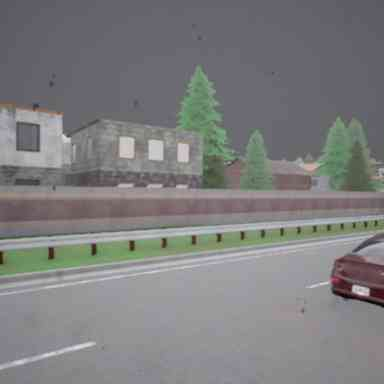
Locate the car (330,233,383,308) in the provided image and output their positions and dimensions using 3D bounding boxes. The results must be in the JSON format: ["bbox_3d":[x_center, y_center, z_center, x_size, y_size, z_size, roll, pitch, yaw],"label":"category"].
[{"bbox_3d":[4.878,1.596,7.246,4.674,1.442,1.812,0,0,-35],"label":"car"}]
